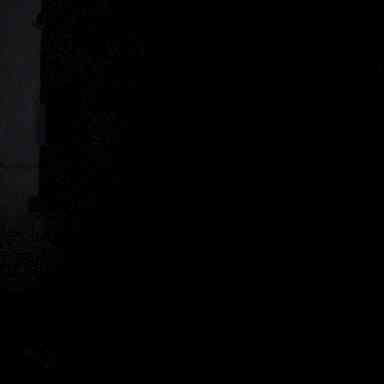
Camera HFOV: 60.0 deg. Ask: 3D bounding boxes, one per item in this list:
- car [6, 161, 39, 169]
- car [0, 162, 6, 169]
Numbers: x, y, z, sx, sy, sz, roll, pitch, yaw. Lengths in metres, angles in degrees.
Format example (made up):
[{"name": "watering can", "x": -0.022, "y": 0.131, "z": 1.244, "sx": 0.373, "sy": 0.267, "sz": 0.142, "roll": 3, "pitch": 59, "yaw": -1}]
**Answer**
[{"name": "car", "x": -23.199, "y": -3.679, "z": 46.889, "sx": 4.892, "sy": 1.521, "sz": 2.231, "roll": 2, "pitch": 1, "yaw": 27}, {"name": "car", "x": -28.030, "y": -3.776, "z": 49.348, "sx": 4.674, "sy": 1.452, "sz": 2.002, "roll": 2, "pitch": 1, "yaw": 28}]
